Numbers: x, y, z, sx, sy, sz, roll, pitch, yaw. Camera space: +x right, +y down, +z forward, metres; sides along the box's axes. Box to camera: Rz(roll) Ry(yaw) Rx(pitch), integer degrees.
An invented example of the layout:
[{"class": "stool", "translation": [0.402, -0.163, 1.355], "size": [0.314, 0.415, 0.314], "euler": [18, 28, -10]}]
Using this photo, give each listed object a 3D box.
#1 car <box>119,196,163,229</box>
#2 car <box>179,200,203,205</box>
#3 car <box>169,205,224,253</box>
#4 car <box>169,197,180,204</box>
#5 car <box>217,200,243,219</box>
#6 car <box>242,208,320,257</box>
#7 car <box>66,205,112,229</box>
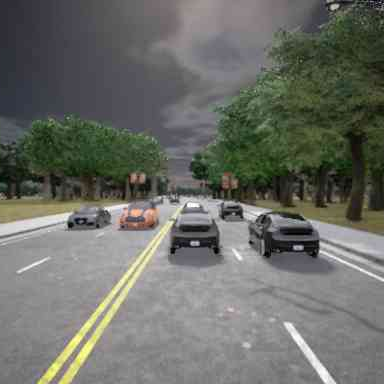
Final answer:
[{"class": "car", "translation": [-3.344, 1.350, 21.811], "size": [2.097, 1.767, 4.553], "euler": [0, 0, 0]}, {"class": "car", "translation": [0.105, 1.562, 29.959], "size": [1.994, 1.385, 4.181], "euler": [0, 0, 0]}, {"class": "car", "translation": [0.103, 1.504, 13.751], "size": [1.837, 1.490, 4.892], "euler": [0, 0, 0]}, {"class": "car", "translation": [-3.251, 1.681, 63.498], "size": [1.895, 1.301, 4.718], "euler": [0, 0, 0]}, {"class": "car", "translation": [3.356, 1.503, 29.302], "size": [1.837, 1.490, 4.892], "euler": [0, 0, 0]}, {"class": "car", "translation": [3.351, 1.504, 12.903], "size": [1.837, 1.490, 4.892], "euler": [0, 0, 0]}, {"class": "car", "translation": [-6.594, 1.562, 21.724], "size": [1.994, 1.385, 4.181], "euler": [0, 0, 0]}]
